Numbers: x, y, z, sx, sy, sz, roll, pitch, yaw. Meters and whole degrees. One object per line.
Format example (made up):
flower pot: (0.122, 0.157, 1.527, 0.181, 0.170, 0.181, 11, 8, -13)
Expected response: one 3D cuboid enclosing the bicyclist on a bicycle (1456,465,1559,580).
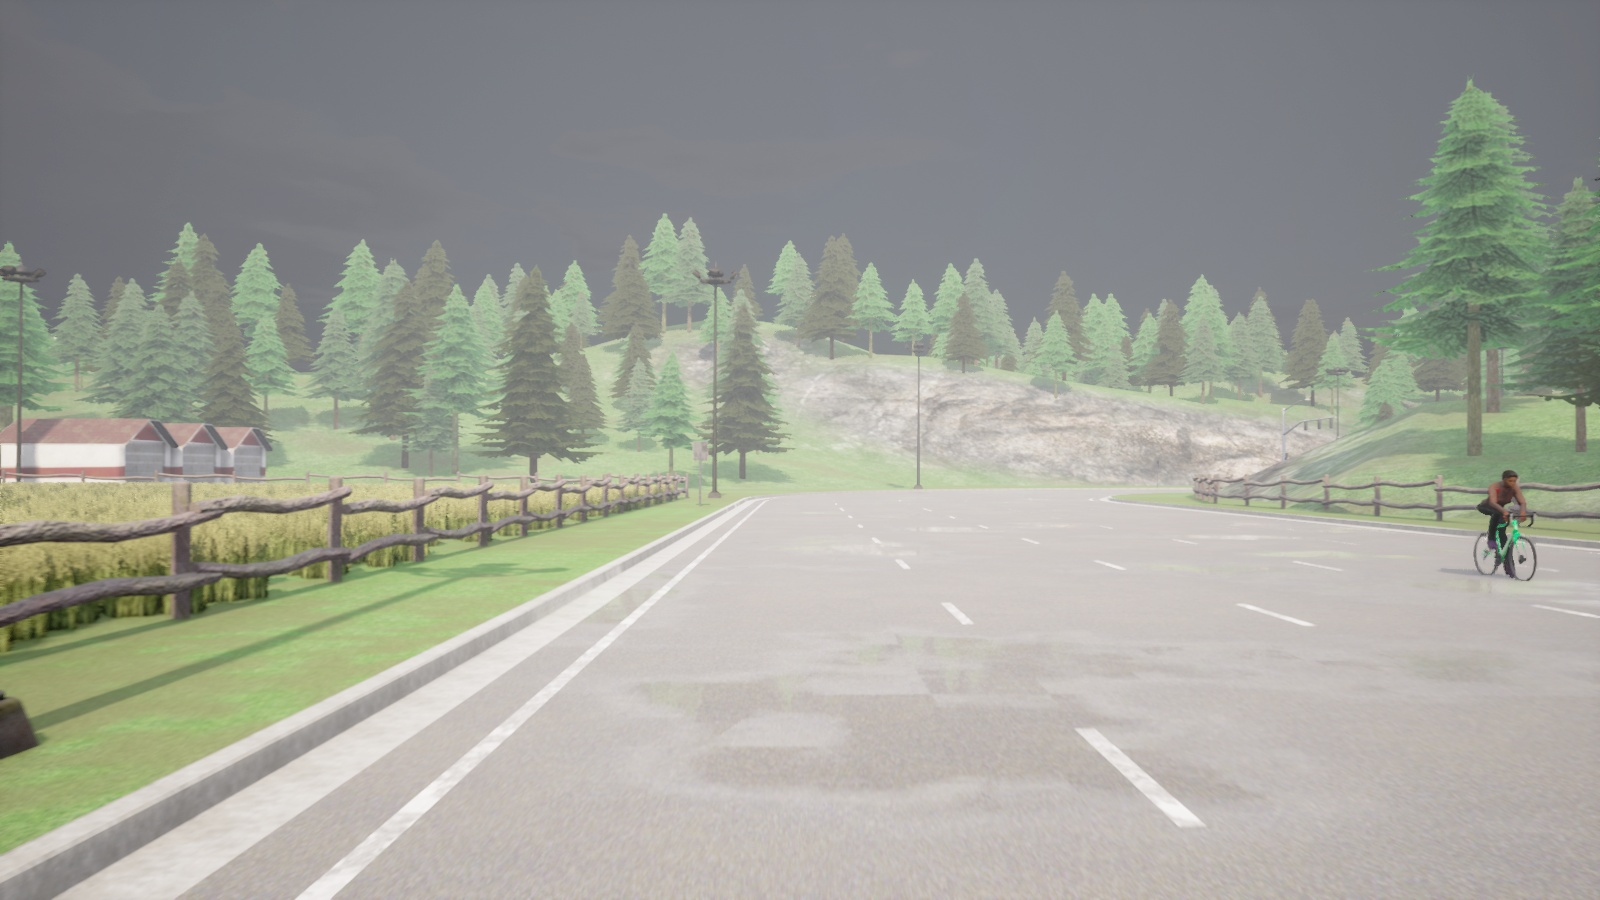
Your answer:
bicyclist on a bicycle: (10.489, 1.038, 18.674, 0.582, 1.620, 1.656, 0, -1, 0)
